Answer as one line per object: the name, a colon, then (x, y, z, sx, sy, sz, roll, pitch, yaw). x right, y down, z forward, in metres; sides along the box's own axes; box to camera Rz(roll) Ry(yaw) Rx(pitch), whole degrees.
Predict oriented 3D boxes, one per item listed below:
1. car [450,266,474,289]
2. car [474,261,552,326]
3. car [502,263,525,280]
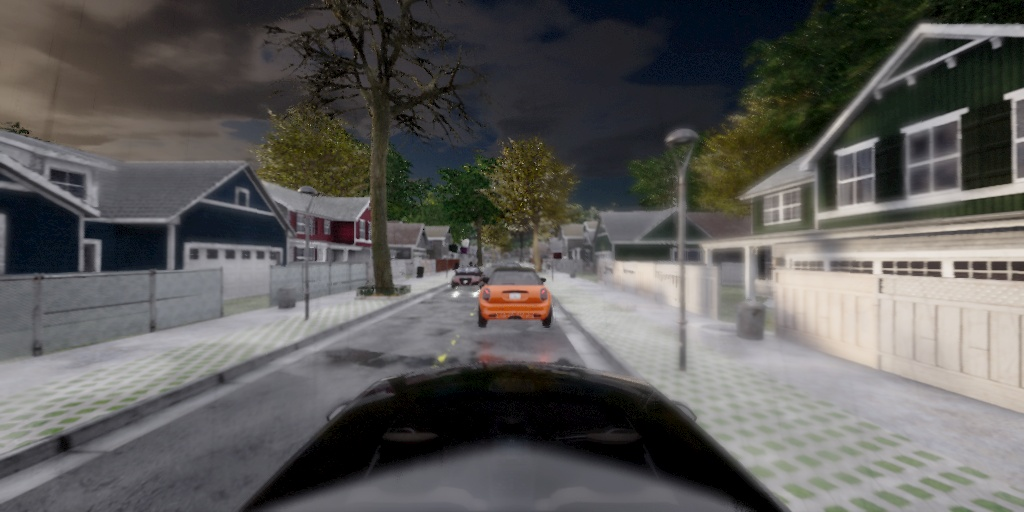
car: (-2.852, 1.386, 24.011, 1.994, 1.385, 4.181, 0, 0, 0)
car: (0.090, 1.133, 11.898, 2.097, 1.767, 4.553, 0, 0, 0)
car: (0.095, 1.408, 34.389, 2.033, 1.411, 5.357, 0, 0, 0)
